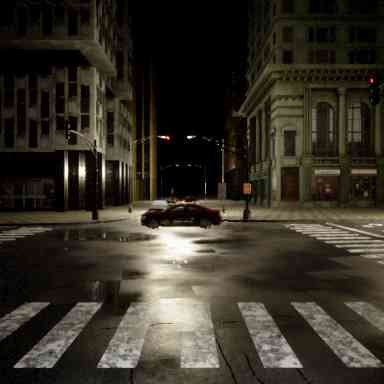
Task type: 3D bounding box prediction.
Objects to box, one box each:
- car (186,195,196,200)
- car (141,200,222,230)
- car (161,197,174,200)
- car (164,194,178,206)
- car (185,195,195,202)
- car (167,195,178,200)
[{"bbox_3d":[-0.256,1.451,63.866,1.812,1.442,4.674,0,0,0],"label":"car"},{"bbox_3d":[-0.657,1.476,20.531,5.008,1.535,1.882,0,0,0],"label":"car"},{"bbox_3d":[-3.214,1.528,33.590,2.033,1.411,5.357,0,0,0],"label":"car"},{"bbox_3d":[-3.361,1.300,53.799,2.097,1.767,4.553,0,0,0],"label":"car"},{"bbox_3d":[-0.423,1.454,73.678,1.994,1.385,4.181,0,0,0],"label":"car"},{"bbox_3d":[-3.291,1.458,43.506,2.128,1.511,4.902,0,0,0],"label":"car"}]
